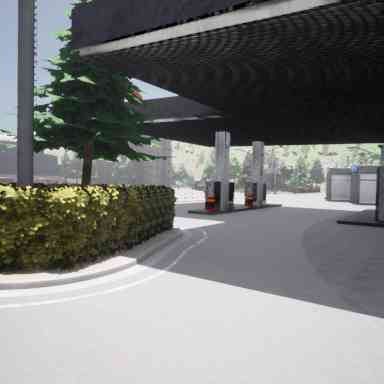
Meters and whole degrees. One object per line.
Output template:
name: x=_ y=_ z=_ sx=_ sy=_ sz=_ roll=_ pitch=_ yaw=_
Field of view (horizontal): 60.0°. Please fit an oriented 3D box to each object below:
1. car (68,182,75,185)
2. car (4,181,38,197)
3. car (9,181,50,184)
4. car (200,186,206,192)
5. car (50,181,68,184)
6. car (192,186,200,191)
car: x=-25.562 y=-1.284 z=68.009 sx=4.605 sy=1.855 sz=1.932 roll=2 pitch=2 yaw=35
car: x=-21.836 y=-0.463 z=42.376 sx=4.605 sy=1.855 sz=1.932 roll=2 pitch=2 yaw=35
car: x=-17.290 y=-0.178 z=35.168 sx=3.866 sy=1.878 sz=1.905 roll=2 pitch=2 yaw=35
car: x=4.768 y=-0.330 z=65.601 sx=5.027 sy=1.636 sz=2.152 roll=2 pitch=2 yaw=35
car: x=-26.895 y=-1.257 z=65.394 sx=3.866 sy=1.878 sz=1.905 roll=2 pitch=2 yaw=35
car: x=2.183 y=-0.998 z=92.670 sx=4.892 sy=1.490 sz=1.837 roll=2 pitch=2 yaw=34
